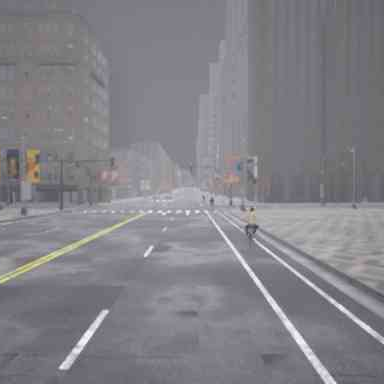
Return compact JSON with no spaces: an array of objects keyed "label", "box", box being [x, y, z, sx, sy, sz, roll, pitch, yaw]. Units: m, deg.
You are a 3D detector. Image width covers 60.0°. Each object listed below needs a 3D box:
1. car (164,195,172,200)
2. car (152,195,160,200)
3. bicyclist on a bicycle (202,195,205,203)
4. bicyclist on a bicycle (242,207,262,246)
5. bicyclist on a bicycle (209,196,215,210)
[{"label":"car","box":[-6.489,1.521,89.882,1.895,1.301,4.718,0,0,0]},{"label":"car","box":[-9.739,1.449,89.912,1.812,1.442,4.674,0,0,0]},{"label":"bicyclist on a bicycle","box":[2.278,1.403,63.679,0.582,1.620,1.656,0,1,2]},{"label":"bicyclist on a bicycle","box":[2.553,1.446,14.244,0.866,1.612,1.509,2,1,12]},{"label":"bicyclist on a bicycle","box":[2.280,1.333,37.745,0.659,1.776,1.843,-1,1,2]}]
